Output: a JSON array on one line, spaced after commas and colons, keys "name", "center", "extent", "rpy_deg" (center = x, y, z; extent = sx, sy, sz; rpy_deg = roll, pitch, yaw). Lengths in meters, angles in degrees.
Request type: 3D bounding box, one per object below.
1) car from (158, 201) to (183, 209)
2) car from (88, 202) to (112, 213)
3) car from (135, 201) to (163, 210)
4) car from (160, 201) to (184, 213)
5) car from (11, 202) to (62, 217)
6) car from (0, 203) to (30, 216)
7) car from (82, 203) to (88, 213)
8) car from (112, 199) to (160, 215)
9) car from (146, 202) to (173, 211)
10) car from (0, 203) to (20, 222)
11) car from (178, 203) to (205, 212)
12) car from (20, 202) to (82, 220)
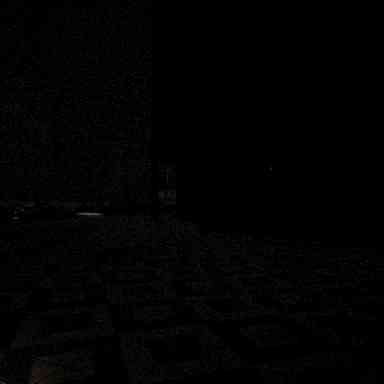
[{"name": "car", "center": [-3.710, 2.304, 58.716], "extent": [2.008, 1.369, 4.403], "rpy_deg": [-1, -2, 35]}, {"name": "car", "center": [-10.893, 2.011, 44.023], "extent": [1.812, 1.442, 4.674], "rpy_deg": [0, -1, 35]}, {"name": "car", "center": [-6.987, 2.209, 54.122], "extent": [2.008, 1.369, 4.403], "rpy_deg": [-1, -2, 35]}, {"name": "car", "center": [-3.327, 2.113, 44.572], "extent": [1.887, 1.381, 4.507], "rpy_deg": [-1, -2, 35]}, {"name": "car", "center": [-16.679, 1.852, 35.927], "extent": [1.812, 1.442, 4.674], "rpy_deg": [0, -1, 36]}, {"name": "car", "center": [-20.093, 1.841, 35.743], "extent": [2.008, 1.369, 4.403], "rpy_deg": [-1, -1, 35]}, {"name": "car", "center": [-13.540, 2.015, 44.933], "extent": [1.887, 1.381, 4.507], "rpy_deg": [-1, -2, 35]}, {"name": "car", "center": [-6.605, 1.791, 39.983], "extent": [2.192, 1.841, 5.009], "rpy_deg": [-1, -2, 35]}, {"name": "car", "center": [-5.034, 2.216, 52.175], "extent": [1.994, 1.385, 4.181], "rpy_deg": [0, -1, 37]}, {"name": "car", "center": [-16.434, 1.774, 26.193], "extent": [1.947, 1.339, 4.313], "rpy_deg": [-1, -2, 35]}, {"name": "car", "center": [-0.046, 2.245, 49.171], "extent": [1.802, 1.307, 4.206], "rpy_deg": [-1, -2, 36]}, {"name": "car", "center": [-13.059, 1.824, 30.926], "extent": [1.752, 1.417, 4.829], "rpy_deg": [-1, -2, 35]}]
